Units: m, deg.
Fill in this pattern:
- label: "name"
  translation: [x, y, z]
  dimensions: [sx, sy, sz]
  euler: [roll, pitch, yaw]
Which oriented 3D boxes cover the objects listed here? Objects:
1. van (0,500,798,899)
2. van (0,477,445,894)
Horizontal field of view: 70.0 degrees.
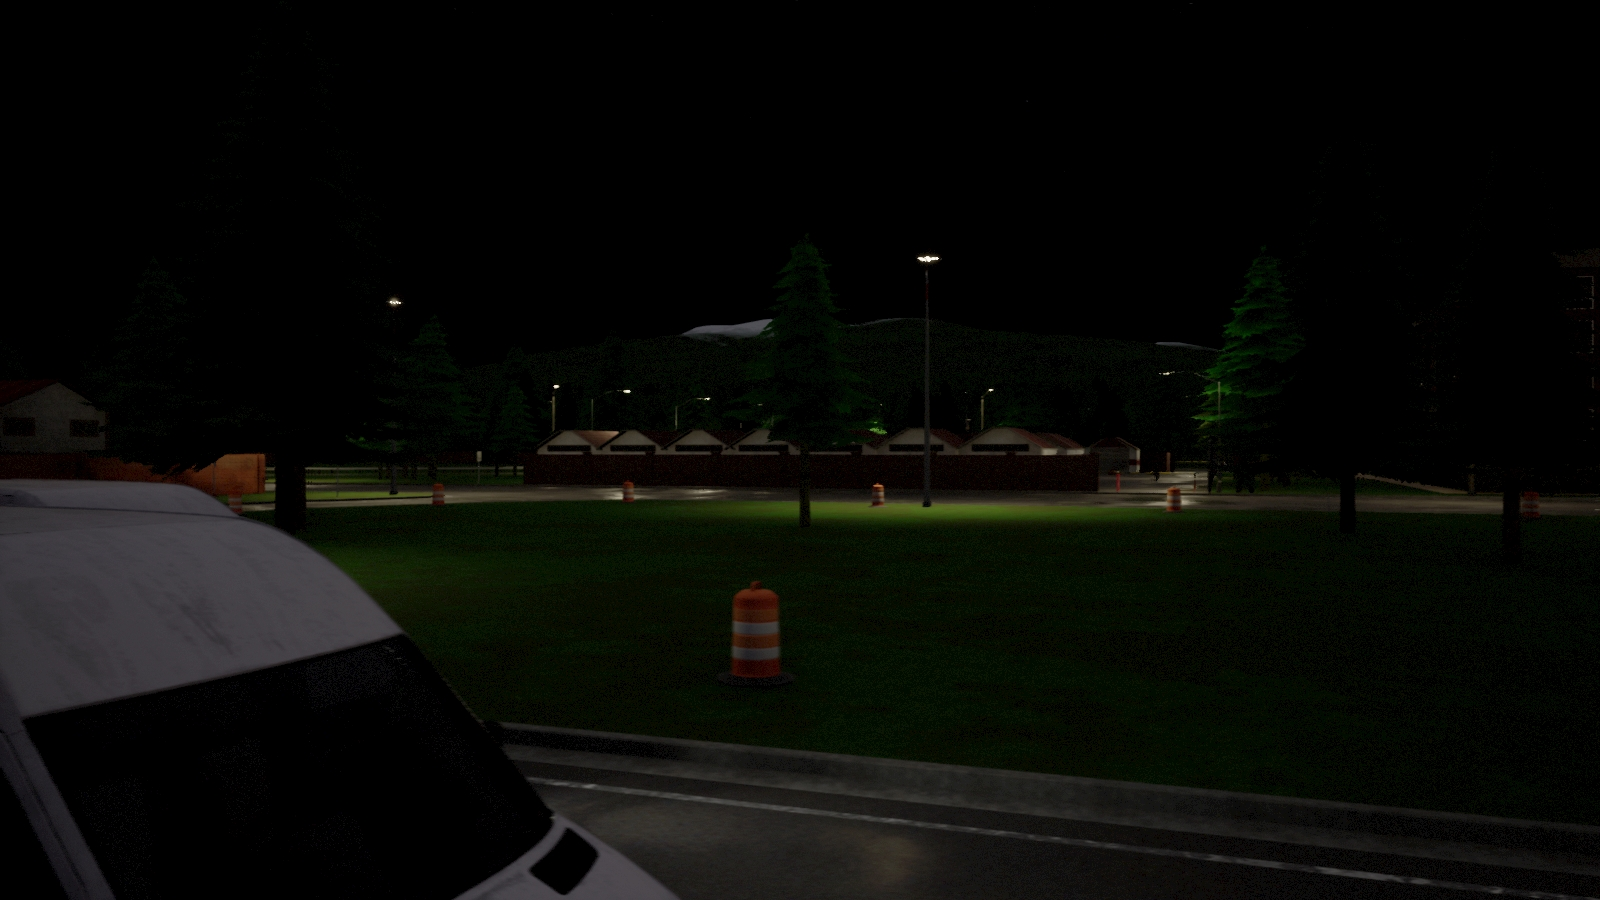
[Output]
- label: "van"
  translation: [-3.129, 1.536, 4.442]
  dimensions: [5.915, 2.561, 1.988]
  euler: [0, 0, 20]
- label: "van"
  translation: [-5.957, 1.539, 9.196]
  dimensions: [5.915, 2.561, 1.988]
  euler: [0, 0, 20]
